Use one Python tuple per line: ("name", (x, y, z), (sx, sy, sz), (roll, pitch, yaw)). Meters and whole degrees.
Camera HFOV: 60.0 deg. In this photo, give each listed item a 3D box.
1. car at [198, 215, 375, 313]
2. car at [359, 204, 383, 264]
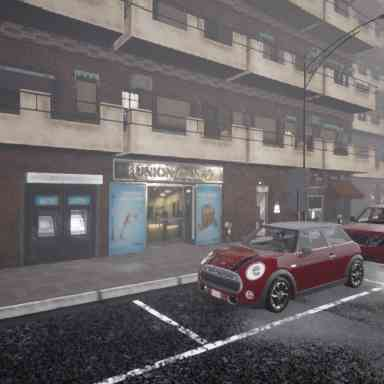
("car", (2.087, 1.442, 7.593), (4.097, 1.590, 1.967), (0, 0, -36))
("car", (6.588, 1.320, 10.815), (5.009, 1.841, 2.192), (0, 0, -36))
